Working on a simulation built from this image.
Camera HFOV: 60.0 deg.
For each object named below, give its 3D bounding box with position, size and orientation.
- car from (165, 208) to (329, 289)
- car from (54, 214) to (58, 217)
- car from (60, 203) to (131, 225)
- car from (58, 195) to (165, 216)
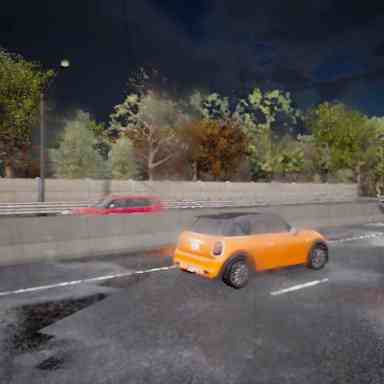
[{"bbox_3d":[1.808,1.332,9.336,4.553,1.767,2.097,0,0,-35],"label":"car"},{"bbox_3d":[-6.226,1.584,21.047,4.718,1.301,1.895,0,0,-35],"label":"car"},{"bbox_3d":[-7.091,1.580,24.727,4.718,1.301,1.895,0,0,-35],"label":"car"},{"bbox_3d":[-4.038,1.203,18.306,5.566,2.045,2.150,0,0,-35],"label":"car"}]
